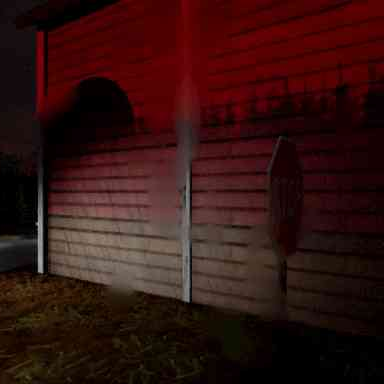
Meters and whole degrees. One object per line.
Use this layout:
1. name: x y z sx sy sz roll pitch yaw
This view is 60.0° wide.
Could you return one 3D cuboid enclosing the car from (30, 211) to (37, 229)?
1. car: -6.121 1.220 18.764 2.150 2.045 5.566 0 0 34
